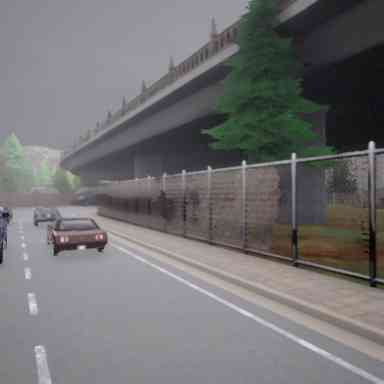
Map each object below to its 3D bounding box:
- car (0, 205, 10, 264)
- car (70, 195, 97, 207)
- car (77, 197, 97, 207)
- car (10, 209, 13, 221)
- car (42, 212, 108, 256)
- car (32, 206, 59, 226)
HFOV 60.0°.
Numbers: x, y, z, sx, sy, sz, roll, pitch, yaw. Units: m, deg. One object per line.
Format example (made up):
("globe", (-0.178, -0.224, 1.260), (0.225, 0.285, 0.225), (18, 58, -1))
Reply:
("car", (-7.791, 1.335, 11.696), (2.150, 2.045, 5.566), (0, 0, -27))
("car", (-20.090, 1.687, 62.582), (2.150, 2.045, 5.566), (-1, -1, 32))
("car", (-17.763, 1.998, 59.494), (1.994, 1.385, 4.181), (-1, 0, 30))
("car", (-15.518, 1.766, 26.656), (1.812, 1.442, 4.674), (0, 0, -24))
("car", (-4.955, 1.707, 13.833), (1.895, 1.301, 4.718), (0, 0, -27))
("car", (-11.245, 1.757, 25.707), (2.033, 1.411, 5.357), (0, 0, -27))
